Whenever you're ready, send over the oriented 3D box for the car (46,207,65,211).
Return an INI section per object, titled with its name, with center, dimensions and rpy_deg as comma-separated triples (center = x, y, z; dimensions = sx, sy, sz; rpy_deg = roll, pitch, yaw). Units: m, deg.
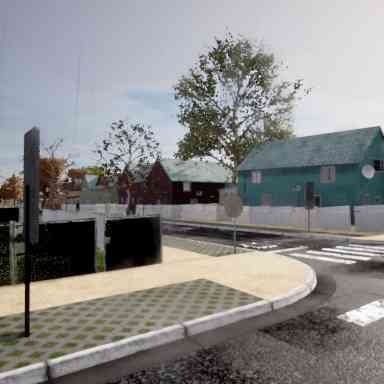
[car]
center = -19.321, 2.759, 46.615
dimensions = 1.895, 1.301, 4.718
rpy_deg = 1, -2, -35
